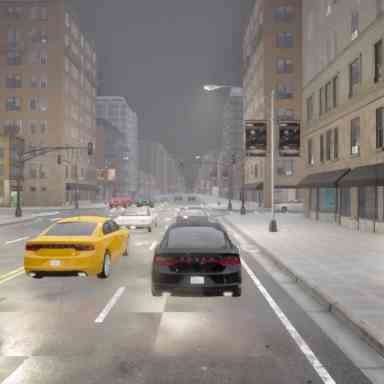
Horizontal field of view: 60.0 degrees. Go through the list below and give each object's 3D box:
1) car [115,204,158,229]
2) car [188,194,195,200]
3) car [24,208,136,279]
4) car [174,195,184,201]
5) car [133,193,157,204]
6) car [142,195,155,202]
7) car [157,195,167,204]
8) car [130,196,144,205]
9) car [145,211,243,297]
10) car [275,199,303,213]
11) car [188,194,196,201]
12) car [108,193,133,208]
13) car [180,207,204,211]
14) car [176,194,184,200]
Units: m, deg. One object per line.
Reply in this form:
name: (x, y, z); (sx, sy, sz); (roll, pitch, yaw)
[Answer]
car: (-3.155, 1.601, 20.003); (1.895, 1.301, 4.718); (0, 0, 0)
car: (-0.022, 1.329, 91.211); (1.882, 1.535, 5.008); (0, 0, 0)
car: (-3.154, 1.478, 10.108); (1.882, 1.535, 5.008); (0, 0, 0)
car: (-3.269, 1.482, 80.790); (1.837, 1.490, 4.892); (0, 0, 0)
car: (-6.426, 1.218, 46.145); (2.150, 2.045, 5.566); (0, 0, -4)
car: (-9.768, 1.512, 75.037); (2.128, 1.511, 4.902); (0, 0, 0)
car: (-6.544, 1.516, 65.846); (1.812, 1.442, 4.674); (0, 0, 1)
car: (-9.834, 1.498, 59.851); (1.837, 1.490, 4.892); (0, 0, 0)
car: (0.098, 1.478, 8.623); (1.882, 1.535, 5.008); (0, 0, 0)
car: (11.711, 1.562, 37.436); (4.674, 1.442, 1.812); (0, 0, 0)
car: (-0.019, 1.460, 80.791); (1.882, 1.535, 5.008); (0, 0, 0)
car: (-9.865, 1.218, 45.870); (2.150, 2.045, 5.566); (0, 0, 0)
car: (-0.004, 1.547, 18.442); (2.033, 1.411, 5.357); (0, 0, 0)
car: (-3.272, 1.391, 91.210); (2.033, 1.411, 5.357); (0, 0, 0)
